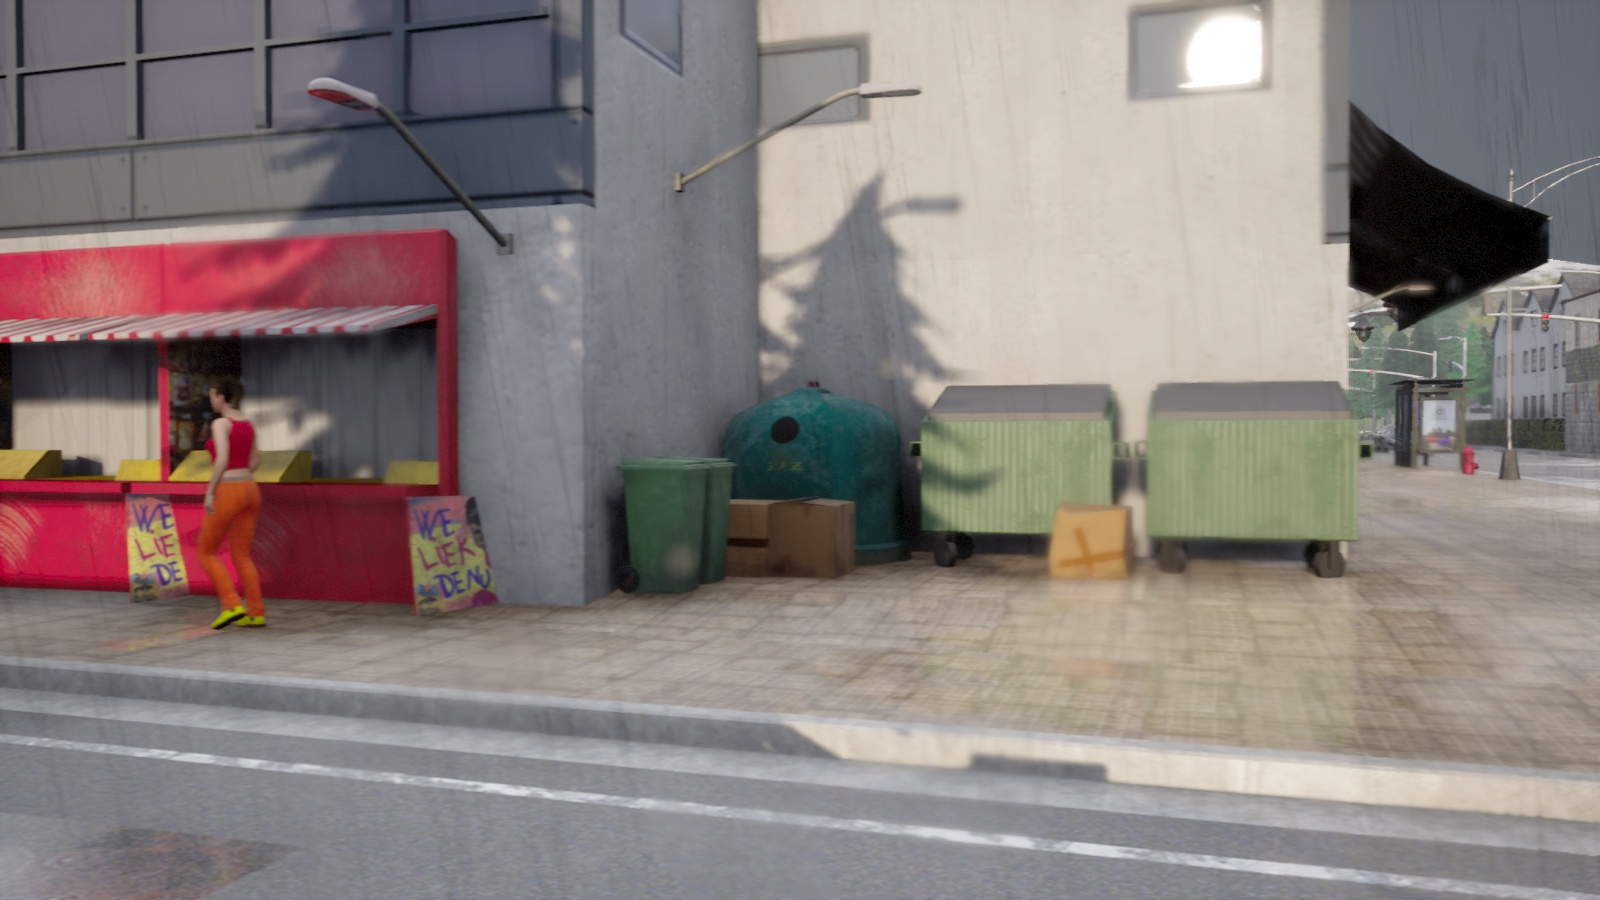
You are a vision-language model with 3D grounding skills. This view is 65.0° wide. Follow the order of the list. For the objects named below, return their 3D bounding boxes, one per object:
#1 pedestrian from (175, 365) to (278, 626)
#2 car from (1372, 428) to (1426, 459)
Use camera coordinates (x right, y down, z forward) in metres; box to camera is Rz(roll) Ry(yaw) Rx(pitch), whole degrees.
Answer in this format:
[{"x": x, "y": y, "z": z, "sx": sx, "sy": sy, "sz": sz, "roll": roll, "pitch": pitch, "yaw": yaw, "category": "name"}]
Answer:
[{"x": -4.129, "y": 0.315, "z": 9.053, "sx": 0.594, "sy": 1.836, "sz": 0.345, "roll": 1, "pitch": 1, "yaw": 17, "category": "pedestrian"}, {"x": 32.831, "y": -0.387, "z": 68.952, "sx": 2.033, "sy": 1.649, "sz": 4.856, "roll": 1, "pitch": 1, "yaw": 18, "category": "car"}]
